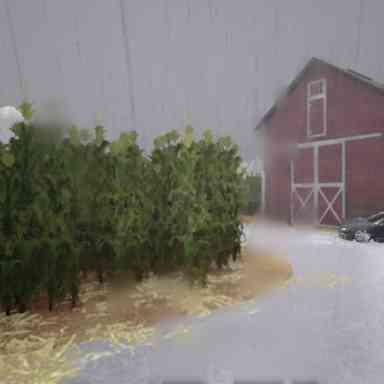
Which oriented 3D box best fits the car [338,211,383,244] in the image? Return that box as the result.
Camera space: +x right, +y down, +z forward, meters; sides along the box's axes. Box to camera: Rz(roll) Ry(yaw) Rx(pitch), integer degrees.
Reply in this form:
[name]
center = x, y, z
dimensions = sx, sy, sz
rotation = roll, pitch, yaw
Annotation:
[car]
center = 9.039, 1.509, 14.470
dimensions = 4.892, 1.490, 1.837
rotation = 0, 6, 24
